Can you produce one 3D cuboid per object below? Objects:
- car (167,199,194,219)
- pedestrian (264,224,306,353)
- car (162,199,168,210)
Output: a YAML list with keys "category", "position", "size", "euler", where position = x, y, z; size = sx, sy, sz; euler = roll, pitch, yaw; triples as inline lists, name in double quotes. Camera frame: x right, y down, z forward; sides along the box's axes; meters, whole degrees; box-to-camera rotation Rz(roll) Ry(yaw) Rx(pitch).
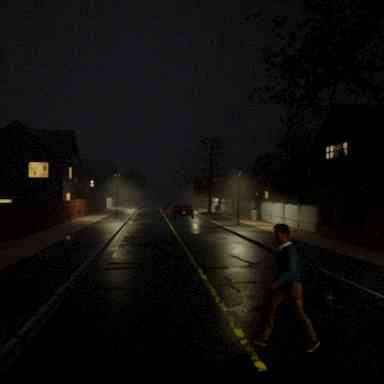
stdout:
- category: "car"
  position: [-1.009, 1.670, 31.431]
  size: [1.882, 1.535, 5.008]
  euler: [1, 0, -7]
- category: "pedestrian"
  position: [1.306, 1.318, 4.708]
  size: [0.375, 1.860, 0.375]
  euler: [0, 0, -7]
- category: "car"
  position: [-3.277, 1.834, 49.543]
  size: [1.837, 1.490, 4.892]
  euler: [1, -1, -7]
